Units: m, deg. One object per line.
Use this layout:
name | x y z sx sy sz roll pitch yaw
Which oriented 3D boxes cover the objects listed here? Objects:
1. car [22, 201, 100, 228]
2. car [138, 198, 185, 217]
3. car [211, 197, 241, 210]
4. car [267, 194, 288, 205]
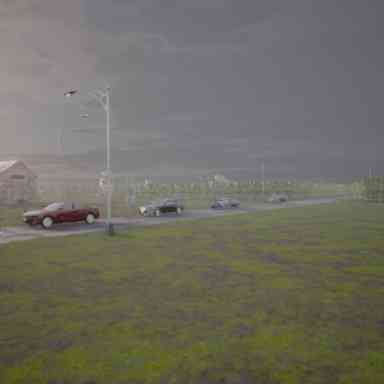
car | -8.465 1.391 21.830 1.882 1.535 5.008 0 0 36
car | -2.662 1.317 29.675 2.128 1.511 4.902 0 0 36
car | 3.925 1.290 38.552 1.994 1.385 4.181 0 0 37
car | 13.059 1.030 50.767 2.128 1.511 4.902 0 0 36
